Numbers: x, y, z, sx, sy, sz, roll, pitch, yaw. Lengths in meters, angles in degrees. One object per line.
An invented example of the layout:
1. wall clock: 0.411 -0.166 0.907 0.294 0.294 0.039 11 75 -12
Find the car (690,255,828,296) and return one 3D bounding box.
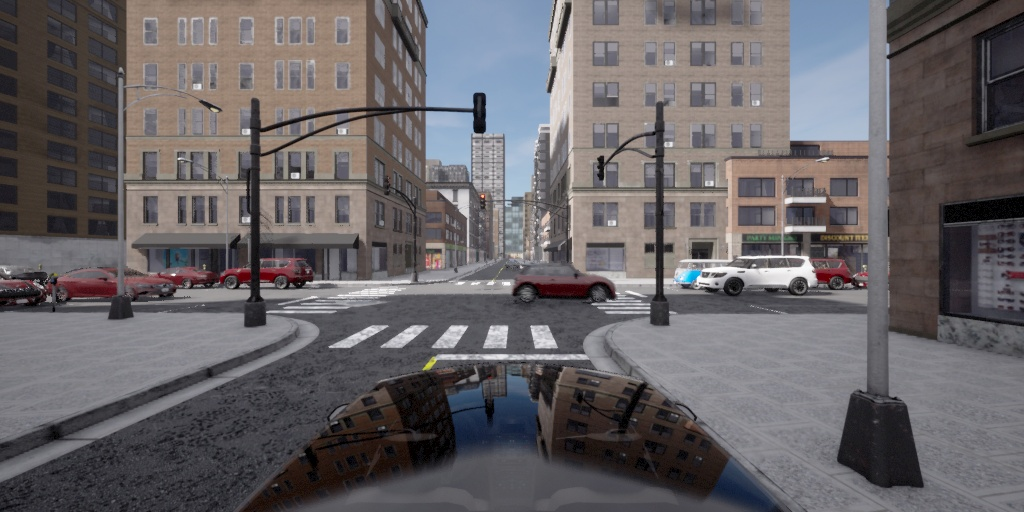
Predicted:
1. car: 12.956 0.989 19.106 5.566 2.045 2.150 0 0 0

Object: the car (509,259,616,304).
1. car: 2.243 1.107 15.969 4.553 1.767 2.097 0 0 0

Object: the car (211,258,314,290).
1. car: -14.913 1.058 22.023 5.009 1.841 2.192 0 0 0

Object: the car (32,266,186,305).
1. car: -17.883 1.267 16.087 4.674 1.442 1.812 0 0 0

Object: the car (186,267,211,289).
1. car: -20.436 1.320 22.054 4.207 1.307 1.802 0 0 0

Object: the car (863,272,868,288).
1. car: 23.227 1.215 21.808 4.097 1.591 1.967 0 0 0

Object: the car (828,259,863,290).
1. car: 17.631 1.085 21.839 5.009 1.841 2.192 0 0 0

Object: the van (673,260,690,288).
1. van: 12.035 1.107 21.870 3.998 1.789 1.690 0 0 0

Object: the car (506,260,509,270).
1. car: 0.048 1.334 54.664 1.994 1.385 4.181 0 0 0

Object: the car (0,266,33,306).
1. car: -20.459 1.179 13.528 4.097 1.591 1.967 0 0 0
